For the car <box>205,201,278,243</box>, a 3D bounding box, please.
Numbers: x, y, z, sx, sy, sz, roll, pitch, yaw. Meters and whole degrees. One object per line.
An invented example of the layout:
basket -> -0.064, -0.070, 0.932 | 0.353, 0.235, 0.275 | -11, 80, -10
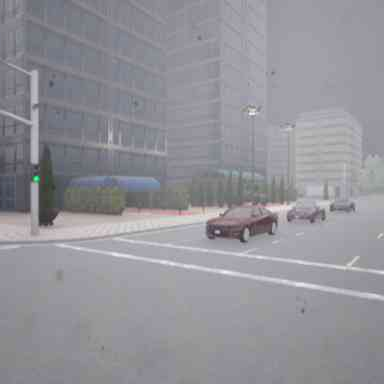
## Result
car -> 2.530, 1.407, 16.123 | 1.882, 1.535, 5.008 | 0, 0, 35

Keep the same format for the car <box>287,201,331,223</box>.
car -> 8.516, 1.415, 24.511 | 1.812, 1.442, 4.674 | 0, 0, 36

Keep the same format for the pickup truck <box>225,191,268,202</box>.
pickup truck -> 7.451, 0.862, 45.495 | 6.274, 2.098, 2.390 | 0, 0, -24

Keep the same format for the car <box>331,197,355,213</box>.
car -> 15.687, 1.347, 34.596 | 1.837, 1.490, 4.892 | 0, 0, 36
